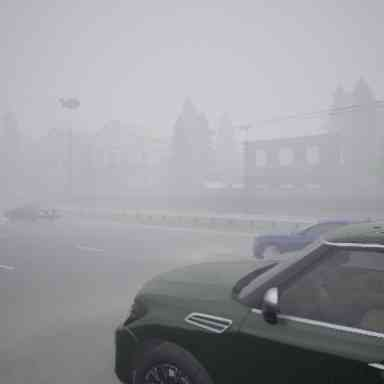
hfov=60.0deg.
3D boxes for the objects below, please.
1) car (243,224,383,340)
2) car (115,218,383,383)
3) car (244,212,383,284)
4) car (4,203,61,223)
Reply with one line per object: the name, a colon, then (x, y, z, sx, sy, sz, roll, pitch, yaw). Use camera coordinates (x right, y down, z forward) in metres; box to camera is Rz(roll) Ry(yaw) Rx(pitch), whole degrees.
car: (3.510, 1.505, 5.787, 4.892, 1.490, 1.837, 0, 0, 36)
car: (1.854, 1.222, 2.670, 5.566, 2.045, 2.150, 0, 0, 36)
car: (4.207, 1.479, 9.591, 5.008, 1.535, 1.882, 0, 0, 36)
car: (-12.359, 1.557, 25.713, 5.357, 1.411, 2.033, 0, 0, 36)
